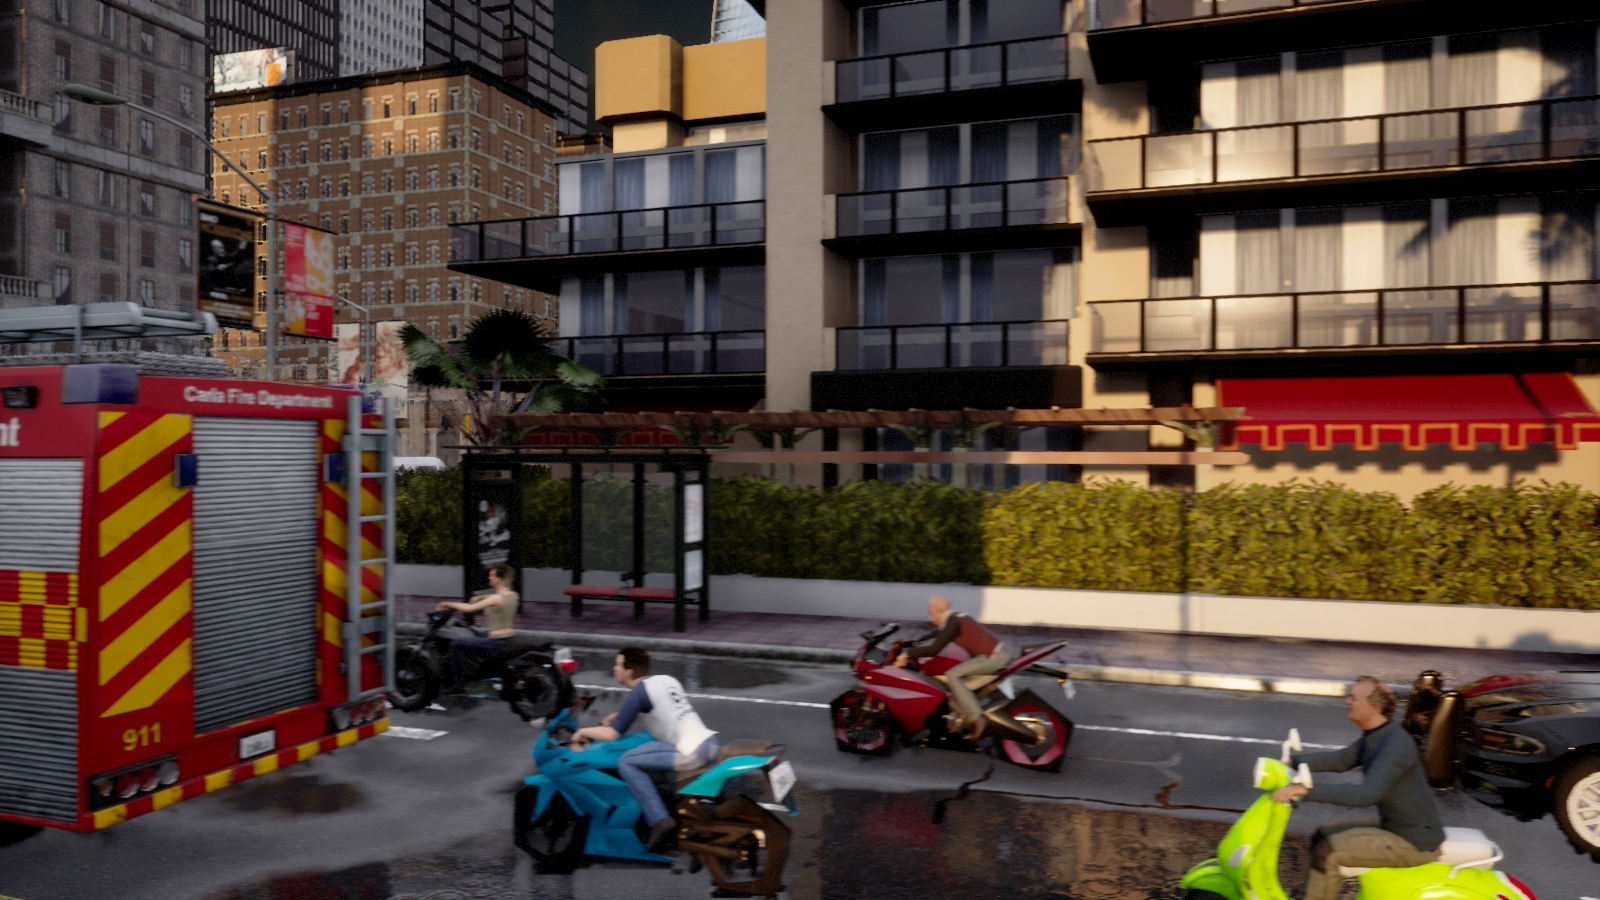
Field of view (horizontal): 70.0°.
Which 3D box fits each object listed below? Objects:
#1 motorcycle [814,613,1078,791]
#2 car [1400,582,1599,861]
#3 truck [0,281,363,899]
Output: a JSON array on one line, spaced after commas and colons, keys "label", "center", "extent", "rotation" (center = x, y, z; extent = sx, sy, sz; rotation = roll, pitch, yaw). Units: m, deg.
[{"label": "motorcycle", "center": [1.317, 2.205, 10.269], "extent": [2.209, 1.251, 0.867], "rotation": [0, 0, 20]}, {"label": "car", "center": [7.402, 1.982, 8.193], "extent": [5.238, 1.638, 2.097], "rotation": [0, 0, 19]}, {"label": "truck", "center": [-8.156, 0.890, 9.722], "extent": [8.468, 3.827, 2.891], "rotation": [0, 0, 20]}]
